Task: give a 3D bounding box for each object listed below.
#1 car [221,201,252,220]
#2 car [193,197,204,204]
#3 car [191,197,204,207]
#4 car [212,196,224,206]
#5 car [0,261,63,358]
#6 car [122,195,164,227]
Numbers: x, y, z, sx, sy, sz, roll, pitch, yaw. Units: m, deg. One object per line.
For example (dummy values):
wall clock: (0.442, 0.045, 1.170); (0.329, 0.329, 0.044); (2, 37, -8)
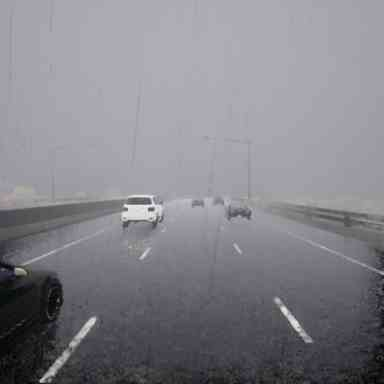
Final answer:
car: (3.770, 1.608, 28.071); (1.895, 1.301, 4.718); (0, 0, 2)
car: (1.296, 1.668, 65.980); (1.994, 1.385, 4.181); (0, 0, 2)
car: (0.938, 1.633, 52.610); (1.994, 1.385, 4.181); (0, 0, 2)
car: (4.473, 1.496, 56.936); (2.033, 1.649, 4.856); (0, 0, 2)
car: (-3.383, 1.562, 4.508); (1.994, 1.385, 4.181); (0, 0, 0)
car: (-3.234, 1.220, 22.703); (2.150, 2.045, 5.566); (0, 0, 1)
